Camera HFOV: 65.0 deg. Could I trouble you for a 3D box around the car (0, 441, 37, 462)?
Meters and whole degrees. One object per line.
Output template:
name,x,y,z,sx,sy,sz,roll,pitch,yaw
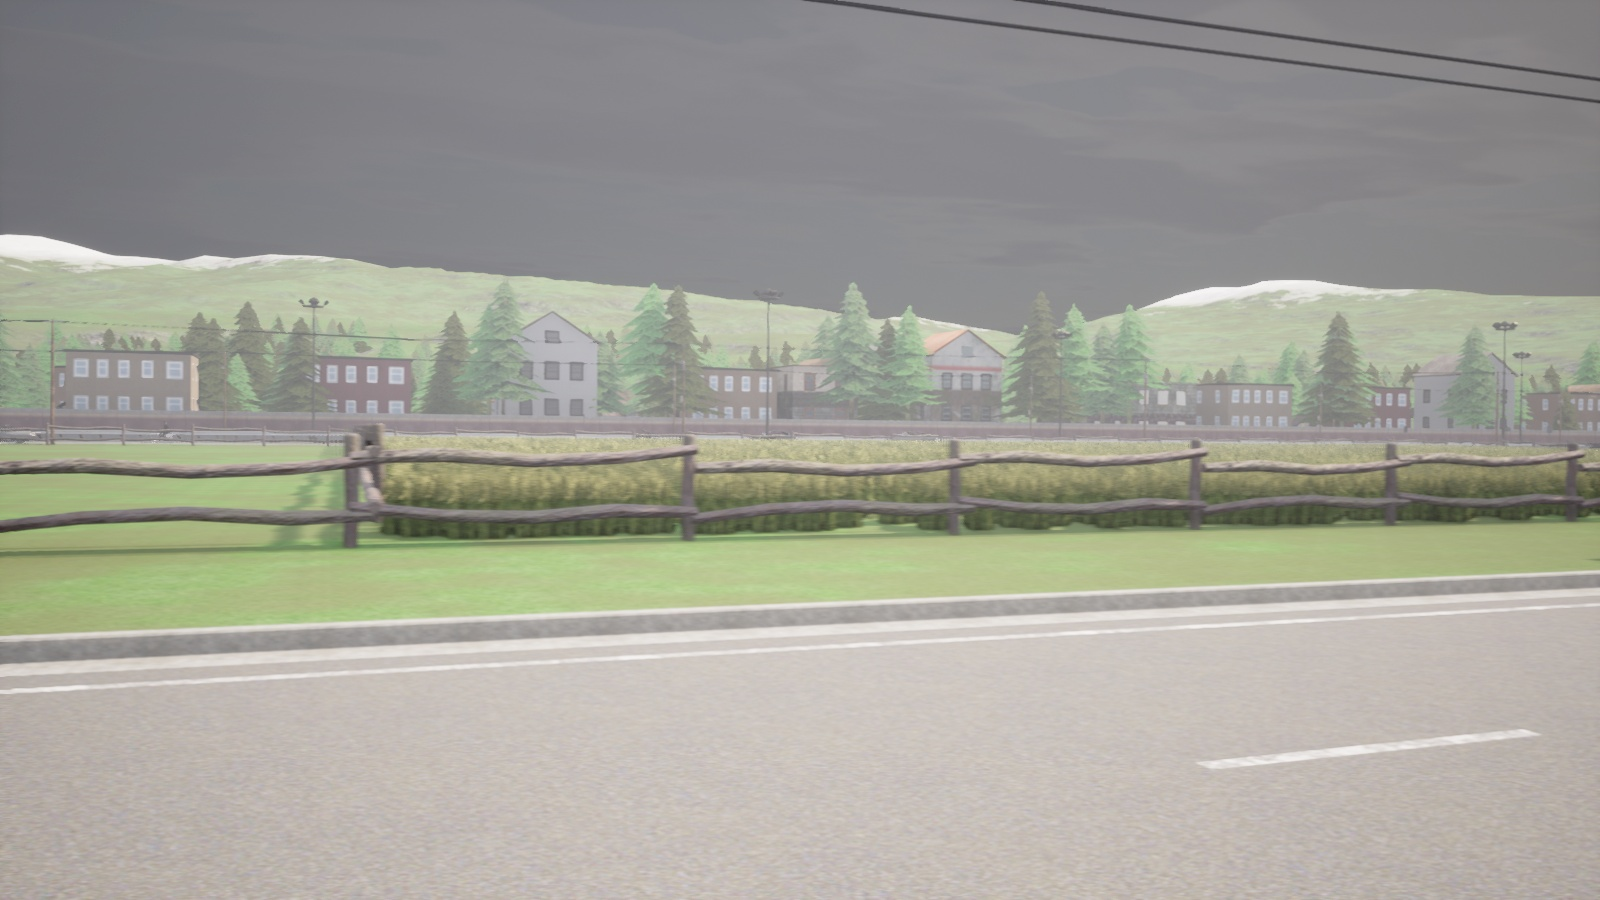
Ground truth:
car,-53.266,0.118,82.792,4.718,1.301,1.895,-1,1,-21
